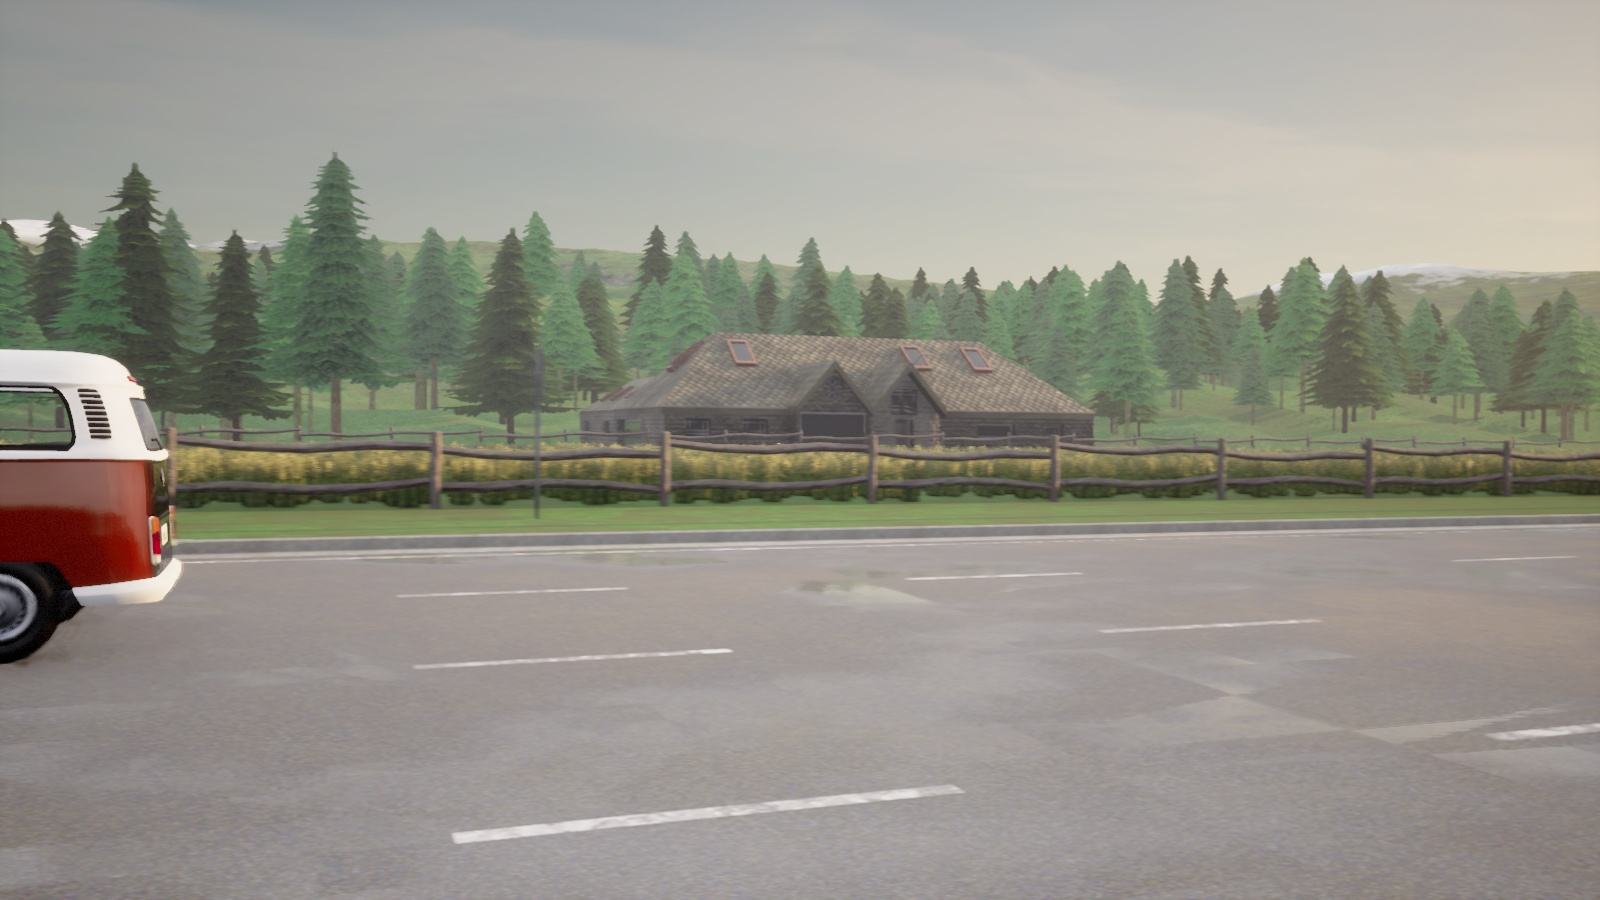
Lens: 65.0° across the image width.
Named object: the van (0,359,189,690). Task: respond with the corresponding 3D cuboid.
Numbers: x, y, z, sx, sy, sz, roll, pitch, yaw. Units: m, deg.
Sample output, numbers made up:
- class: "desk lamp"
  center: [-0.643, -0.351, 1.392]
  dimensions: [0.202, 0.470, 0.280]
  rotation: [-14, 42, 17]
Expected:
- class: "van"
  center: [-6.543, 0.459, 8.169]
  dimensions: [4.480, 2.038, 2.069]
  rotation: [0, 1, -22]
